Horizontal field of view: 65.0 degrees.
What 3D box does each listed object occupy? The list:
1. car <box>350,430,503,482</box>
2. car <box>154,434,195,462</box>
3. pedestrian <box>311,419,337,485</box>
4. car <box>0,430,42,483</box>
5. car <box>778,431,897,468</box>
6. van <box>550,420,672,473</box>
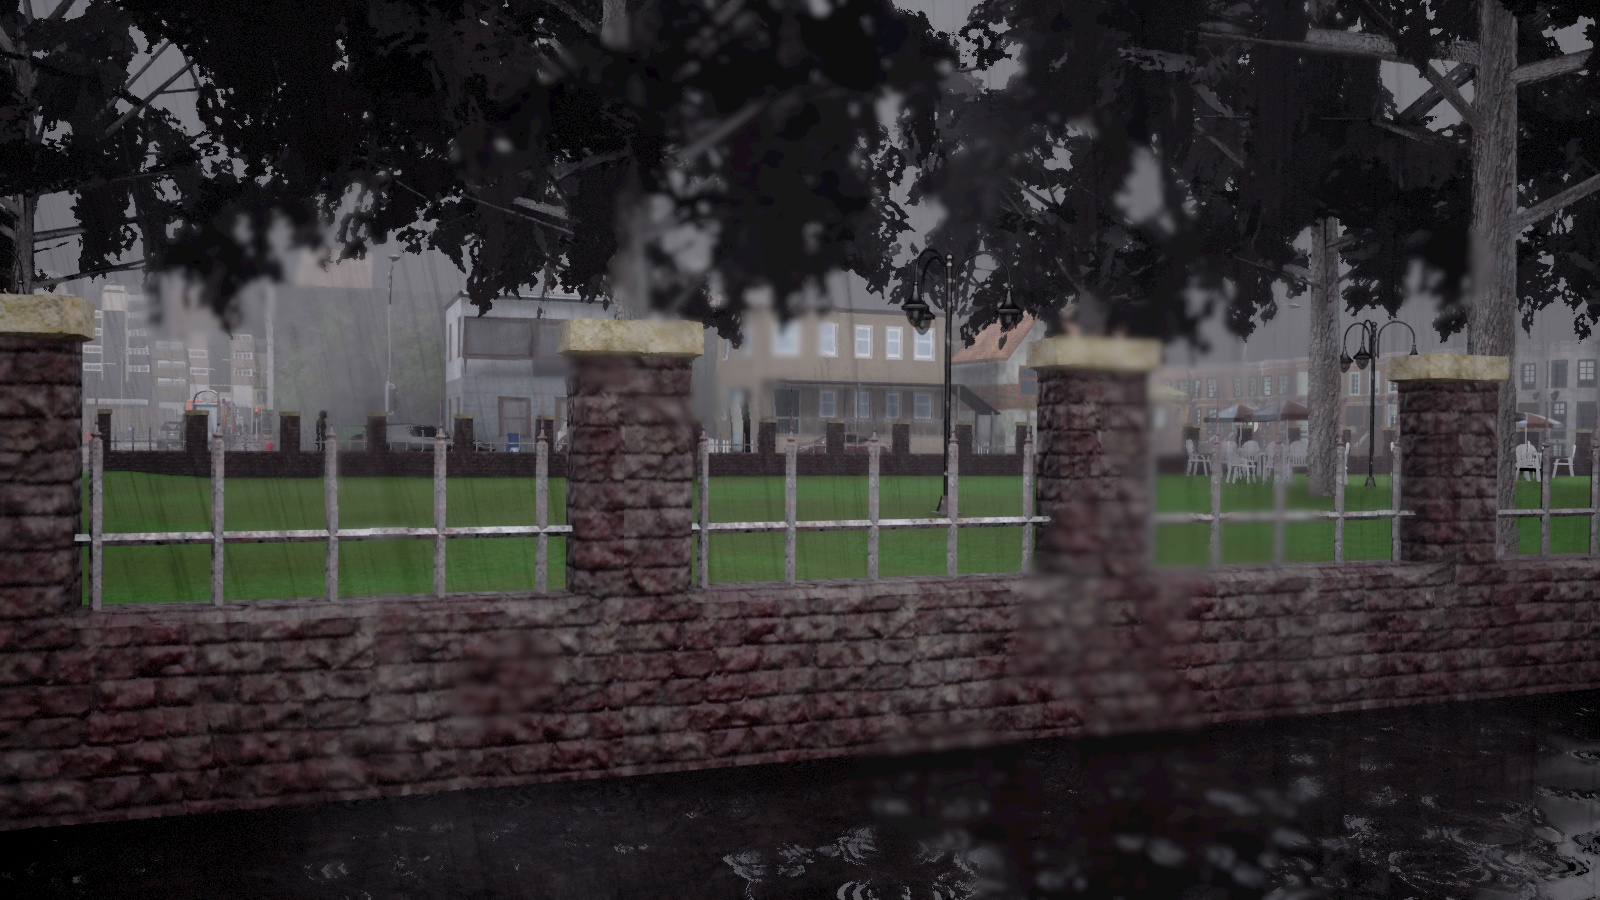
[{"bbox_3d":[-12.800,0.166,43.058,4.856,1.649,2.033,-1,1,-21],"label":"car"},{"bbox_3d":[-38.264,-0.142,76.911,1.851,1.617,3.988,-1,1,-21],"label":"car"},{"bbox_3d":[-13.991,0.058,36.901,0.692,1.930,0.395,-1,1,-20],"label":"pedestrian"},{"bbox_3d":[-27.103,0.194,41.488,5.027,1.651,2.152,0,1,42],"label":"car"},{"bbox_3d":[1.576,-0.052,52.808,4.674,1.442,1.812,-1,1,-21],"label":"car"},{"bbox_3d":[-7.425,-0.172,49.389,4.442,1.987,1.775,-1,1,-21],"label":"van"}]
